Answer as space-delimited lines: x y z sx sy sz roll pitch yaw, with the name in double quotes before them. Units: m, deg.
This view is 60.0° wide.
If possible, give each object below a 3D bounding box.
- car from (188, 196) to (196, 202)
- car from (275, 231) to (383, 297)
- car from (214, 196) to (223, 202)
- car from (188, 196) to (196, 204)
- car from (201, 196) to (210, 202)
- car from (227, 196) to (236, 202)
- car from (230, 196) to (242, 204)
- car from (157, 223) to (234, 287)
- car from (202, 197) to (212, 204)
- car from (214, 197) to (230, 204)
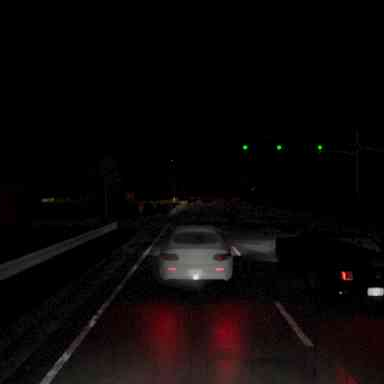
"car" 0.009 1.941 88.666 1.837 1.490 4.892 0 0 0
"car" 3.576 1.661 8.670 1.895 1.301 4.718 0 0 0
"car" 7.009 1.966 88.665 2.128 1.511 4.902 0 0 0
"car" 0.008 2.069 78.245 2.033 1.411 5.357 0 0 0
"car" 3.509 1.966 88.666 2.128 1.511 4.902 0 0 0
"car" 10.509 1.919 88.665 1.882 1.535 5.008 0 0 0
"car" 10.508 2.007 78.244 1.882 1.535 5.008 0 0 0
"car" 0.095 1.592 9.446 1.812 1.442 4.674 0 -1 0
"car" 3.508 1.888 78.633 2.097 1.767 4.553 0 0 0
"car" 7.008 1.888 78.632 2.097 1.767 4.553 0 0 0
